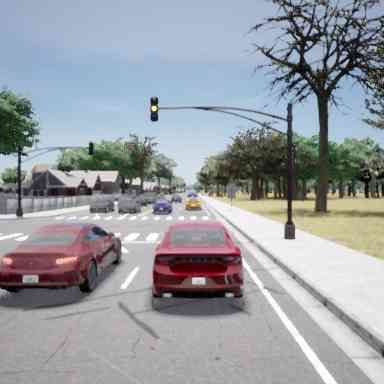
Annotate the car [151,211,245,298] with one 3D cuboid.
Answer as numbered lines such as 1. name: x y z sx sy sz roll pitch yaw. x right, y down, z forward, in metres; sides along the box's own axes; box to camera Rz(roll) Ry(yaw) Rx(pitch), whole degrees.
1. car: 0.115 1.470 8.531 1.882 1.535 5.008 0 0 0

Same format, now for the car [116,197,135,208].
1. car: -9.736 1.473 48.930 1.812 1.442 4.674 0 0 0

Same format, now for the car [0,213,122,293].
1. car: -3.132 1.518 8.741 1.812 1.442 4.674 0 0 0

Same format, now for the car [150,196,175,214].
1. car: -3.075 1.490 35.497 1.812 1.442 4.674 0 0 0

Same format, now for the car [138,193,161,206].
1. car: -6.480 1.165 50.856 2.150 2.045 5.566 0 0 0

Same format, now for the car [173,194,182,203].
1. car: -3.111 1.270 66.226 2.097 1.767 4.553 0 0 0

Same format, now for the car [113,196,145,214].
1. car: -6.523 1.468 34.995 1.837 1.490 4.892 0 1 0

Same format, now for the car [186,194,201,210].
1. car: 0.190 1.433 43.115 1.882 1.535 5.008 0 0 0

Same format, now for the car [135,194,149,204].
1. car: -9.658 1.274 64.363 2.097 1.767 4.553 0 0 1

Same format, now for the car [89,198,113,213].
1. car: -9.769 1.465 36.396 1.837 1.490 4.892 0 1 0
